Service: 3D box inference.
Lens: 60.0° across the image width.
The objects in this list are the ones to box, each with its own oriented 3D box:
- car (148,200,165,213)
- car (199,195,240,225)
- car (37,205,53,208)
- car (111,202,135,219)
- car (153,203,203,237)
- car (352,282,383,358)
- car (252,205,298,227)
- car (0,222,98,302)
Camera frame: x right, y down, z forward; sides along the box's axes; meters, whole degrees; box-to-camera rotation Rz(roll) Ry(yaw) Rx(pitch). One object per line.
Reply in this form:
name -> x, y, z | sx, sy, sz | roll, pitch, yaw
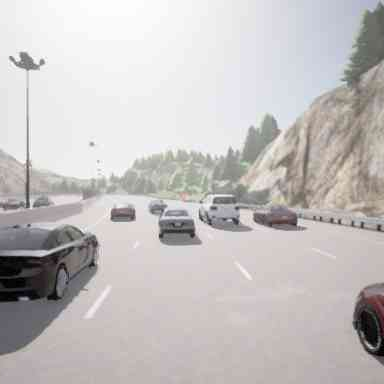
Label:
car -> -3.814, 1.550, 36.907 | 2.033, 1.411, 5.357 | 0, 0, -12
car -> 1.865, 1.214, 24.171 | 2.150, 2.045, 5.566 | 0, 0, -8
car -> -20.501, 1.389, 46.193 | 2.097, 1.767, 4.553 | 0, 0, -14
car -> -5.941, 1.572, 28.907 | 1.994, 1.385, 4.181 | 0, 0, -9
car -> -0.916, 1.547, 17.946 | 2.033, 1.411, 5.357 | 0, 0, -6
car -> 3.451, 1.556, 3.376 | 1.994, 1.385, 4.181 | 0, 0, -1
car -> 5.553, 1.549, 22.711 | 1.994, 1.385, 4.181 | 0, 0, -7
car -> -3.724, 1.484, 8.332 | 1.882, 1.535, 5.008 | 0, 0, -3
